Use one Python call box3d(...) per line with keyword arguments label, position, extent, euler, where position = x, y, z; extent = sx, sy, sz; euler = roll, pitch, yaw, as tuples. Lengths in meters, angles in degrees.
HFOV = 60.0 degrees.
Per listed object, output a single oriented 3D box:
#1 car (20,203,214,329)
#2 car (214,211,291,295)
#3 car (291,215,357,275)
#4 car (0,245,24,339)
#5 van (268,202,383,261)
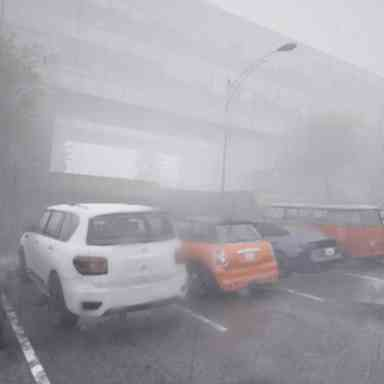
box3d(label="car", position=(-2.282, 1.257, 7.376), extent=(2.435, 2.045, 5.566), euler=(1, 0, -36))
box3d(label="car", position=(0.025, 1.416, 8.952), extent=(2.185, 1.767, 4.553), euler=(1, 0, -36))
box3d(label="car", position=(2.260, 1.604, 10.622), extent=(2.163, 1.488, 4.792), euler=(1, 0, -36))
box3d(label="car", position=(-4.557, 1.505, 5.752), extent=(2.163, 1.488, 4.792), euler=(1, -1, -36))
box3d(label="van", position=(4.486, 1.382, 12.321), extent=(1.878, 1.987, 4.442), euler=(1, 0, -36))
